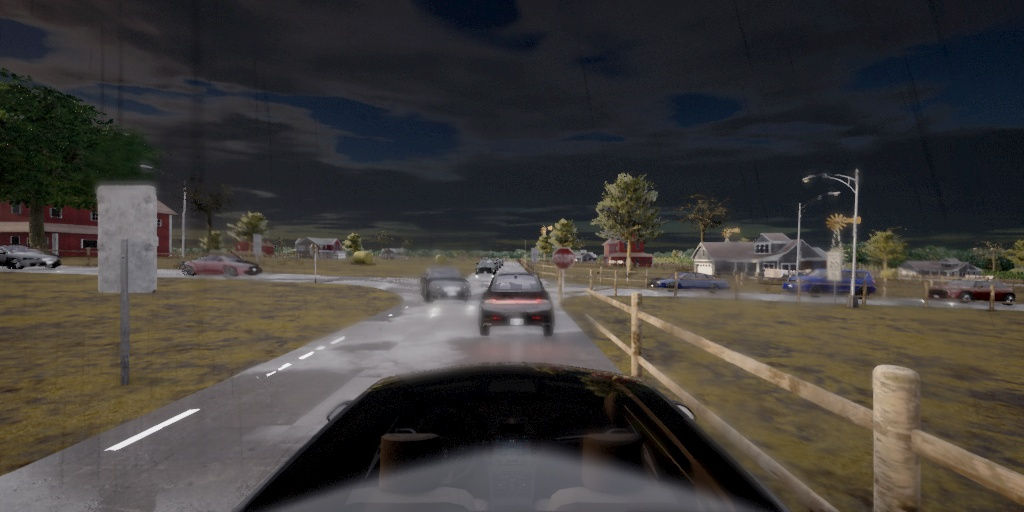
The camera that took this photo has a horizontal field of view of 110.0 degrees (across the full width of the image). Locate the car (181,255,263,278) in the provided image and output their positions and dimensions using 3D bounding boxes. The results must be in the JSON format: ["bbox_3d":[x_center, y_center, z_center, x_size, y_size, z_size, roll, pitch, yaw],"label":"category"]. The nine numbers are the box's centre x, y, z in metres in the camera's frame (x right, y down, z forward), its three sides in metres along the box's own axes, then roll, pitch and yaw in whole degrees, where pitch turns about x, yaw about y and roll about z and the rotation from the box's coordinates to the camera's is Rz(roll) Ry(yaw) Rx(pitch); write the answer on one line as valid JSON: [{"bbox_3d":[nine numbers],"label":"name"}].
[{"bbox_3d":[-18.526,0.664,23.058,4.181,1.385,1.994,2,0,0],"label":"car"}]

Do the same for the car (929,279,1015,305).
[{"bbox_3d":[33.064,2.482,25.976,4.553,1.767,2.097,2,0,0],"label":"car"}]

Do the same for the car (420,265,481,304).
[{"bbox_3d":[-3.167,1.258,16.668,2.128,1.511,4.902,1,0,-19],"label":"car"}]

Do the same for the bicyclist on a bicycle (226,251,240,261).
[{"bbox_3d":[-22.572,0.419,29.046,0.582,1.620,1.656,2,0,0],"label":"bicyclist on a bicycle"}]

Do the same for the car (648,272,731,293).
[{"bbox_3d":[12.787,1.860,25.956,5.357,1.411,2.033,2,0,-1],"label":"car"}]

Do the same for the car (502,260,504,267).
[{"bbox_3d":[-2.732,1.357,59.864,2.033,1.411,5.357,0,0,1],"label":"car"}]

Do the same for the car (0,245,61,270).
[{"bbox_3d":[-32.157,0.091,23.069,4.902,1.511,2.128,2,0,0],"label":"car"}]

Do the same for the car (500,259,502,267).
[{"bbox_3d":[-2.757,1.297,49.575,1.837,1.490,4.892,0,0,0],"label":"car"}]

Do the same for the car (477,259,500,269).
[{"bbox_3d":[-2.785,1.133,39.674,2.097,1.767,4.553,0,0,0],"label":"car"}]

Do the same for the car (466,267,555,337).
[{"bbox_3d":[0.112,1.246,10.370,2.128,1.511,4.902,0,0,0],"label":"car"}]

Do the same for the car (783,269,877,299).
[{"bbox_3d":[22.975,1.939,25.990,5.566,2.045,2.150,2,0,0],"label":"car"}]
